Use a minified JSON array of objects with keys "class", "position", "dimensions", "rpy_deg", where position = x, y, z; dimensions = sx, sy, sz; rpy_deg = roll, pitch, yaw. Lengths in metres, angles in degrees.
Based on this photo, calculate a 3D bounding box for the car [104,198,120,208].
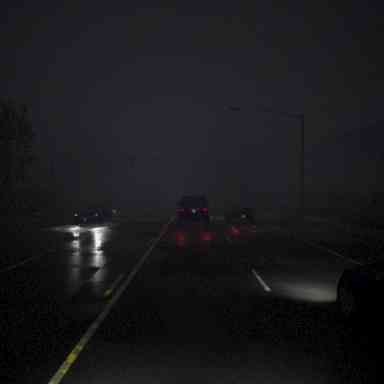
[{"class":"car","position":[-10.515,1.439,42.635],"dimensions":[1.994,1.385,4.181],"rpy_deg":[0,1,0]}]

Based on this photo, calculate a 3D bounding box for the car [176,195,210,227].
[{"class":"car","position":[0.094,1.227,23.066],"dimensions":[2.150,2.045,5.566],"rpy_deg":[0,0,0]}]

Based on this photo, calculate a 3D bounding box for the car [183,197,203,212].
[{"class":"car","position":[0.097,1.401,37.948],"dimensions":[2.128,1.511,4.902],"rpy_deg":[0,0,0]}]

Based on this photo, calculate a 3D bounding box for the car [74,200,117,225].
[{"class":"car","position":[-7.103,1.527,24.416],"dimensions":[1.812,1.442,4.674],"rpy_deg":[0,0,0]}]

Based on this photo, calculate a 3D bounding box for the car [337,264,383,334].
[{"class":"car","position":[3.596,1.531,4.249],"dimensions":[1.812,1.442,4.674],"rpy_deg":[0,0,0]}]

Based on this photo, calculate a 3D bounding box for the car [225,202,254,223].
[{"class":"car","position":[3.592,1.522,25.561],"dimensions":[1.812,1.442,4.674],"rpy_deg":[0,0,0]}]
